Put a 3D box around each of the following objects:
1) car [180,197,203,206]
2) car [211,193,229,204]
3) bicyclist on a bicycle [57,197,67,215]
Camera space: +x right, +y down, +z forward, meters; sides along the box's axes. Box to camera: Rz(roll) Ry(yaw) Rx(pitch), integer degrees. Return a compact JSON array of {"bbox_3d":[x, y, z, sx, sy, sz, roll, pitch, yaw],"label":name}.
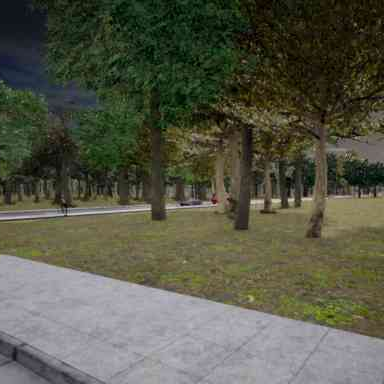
[{"bbox_3d":[-0.038,1.535,51.913,1.994,1.385,4.181,0,0,36],"label":"car"},{"bbox_3d":[5.647,1.191,59.925,2.150,2.045,5.566,0,0,36],"label":"car"},{"bbox_3d":[-11.864,1.292,30.360,1.656,1.620,0.582,0,0,36],"label":"bicyclist on a bicycle"}]
